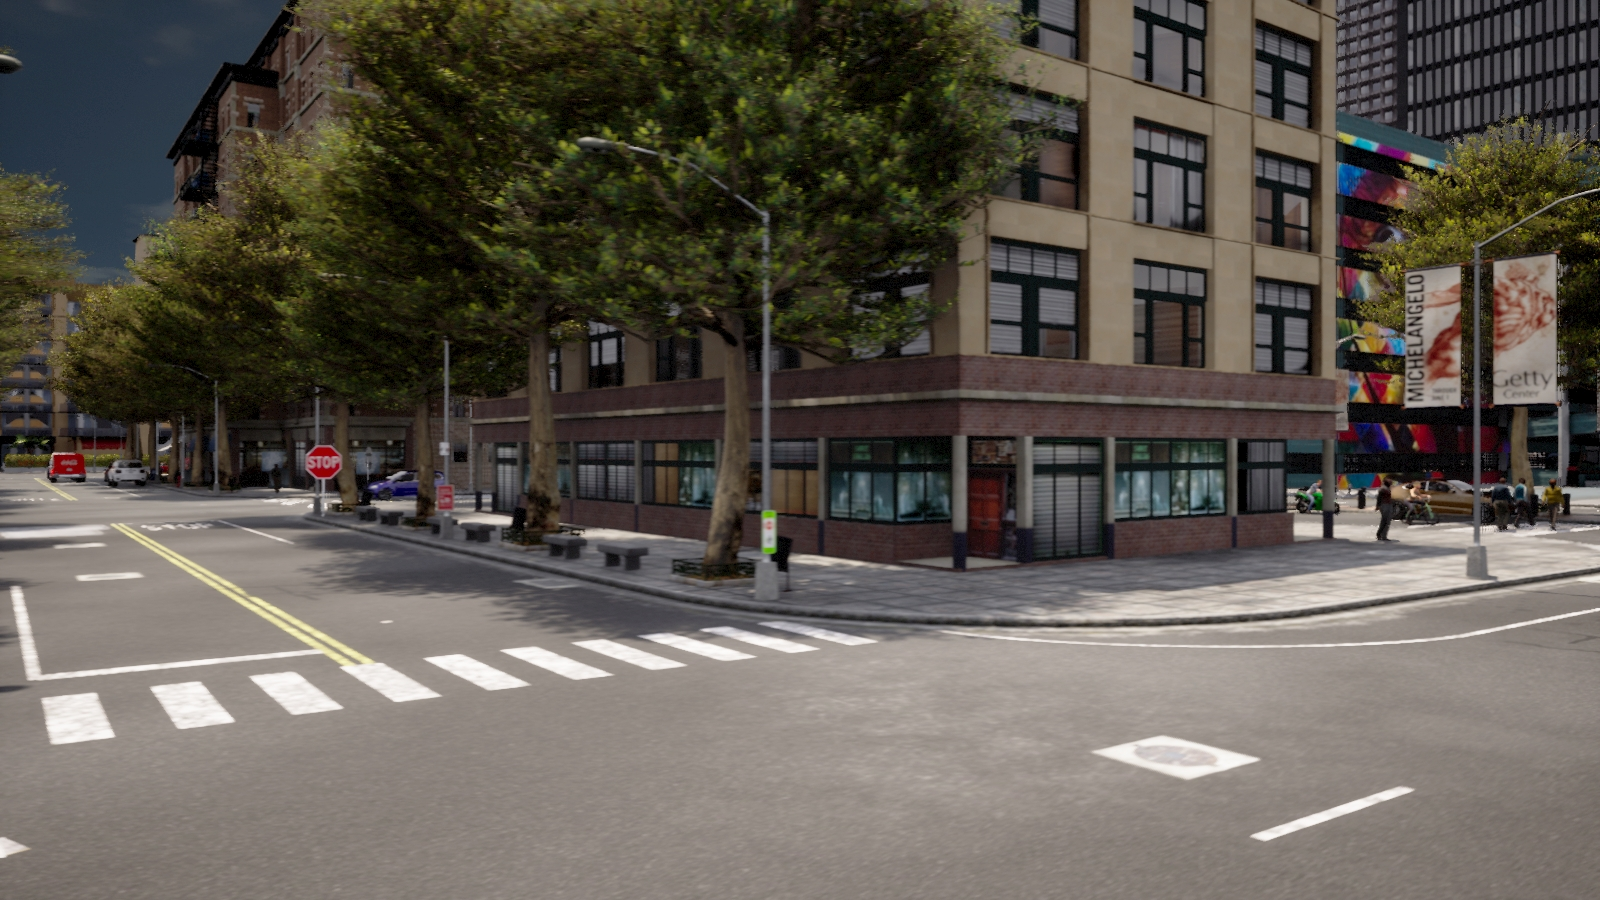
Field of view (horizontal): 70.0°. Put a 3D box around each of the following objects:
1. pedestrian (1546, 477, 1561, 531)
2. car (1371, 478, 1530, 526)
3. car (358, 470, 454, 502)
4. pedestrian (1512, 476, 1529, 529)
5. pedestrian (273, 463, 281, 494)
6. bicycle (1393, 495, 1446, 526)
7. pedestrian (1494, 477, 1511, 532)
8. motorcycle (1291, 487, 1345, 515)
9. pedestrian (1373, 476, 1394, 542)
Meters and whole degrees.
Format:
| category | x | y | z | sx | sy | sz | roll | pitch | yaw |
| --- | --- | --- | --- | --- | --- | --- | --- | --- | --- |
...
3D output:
| category | x | y | z | sx | sy | sz | roll | pitch | yaw |
| --- | --- | --- | --- | --- | --- | --- | --- | --- | --- |
| pedestrian | 25.939 | 1.848 | 39.328 | 0.375 | 1.860 | 0.375 | 0 | 0 | 41 |
| car | 25.683 | 1.992 | 45.267 | 2.152 | 1.651 | 5.027 | 0 | 0 | -36 |
| car | -22.048 | 1.967 | 64.022 | 4.611 | 1.667 | 2.242 | 0 | 0 | -36 |
| pedestrian | 25.504 | 1.848 | 40.435 | 0.375 | 1.860 | 0.375 | 0 | 0 | -21 |
| pedestrian | -31.056 | 1.695 | 67.827 | 0.375 | 1.860 | 0.375 | 0 | 0 | -36 |
| bicycle | 23.144 | 2.256 | 42.694 | 0.859 | 1.080 | 1.487 | 0 | 0 | -33 |
| pedestrian | 24.033 | 1.848 | 39.093 | 0.375 | 1.860 | 0.375 | 0 | 0 | -32 |
| motorcycle | 22.525 | 2.213 | 49.719 | 0.803 | 1.145 | 2.033 | 0 | 0 | -35 |
| pedestrian | 16.799 | 1.696 | 32.887 | 0.375 | 1.860 | 0.375 | 0 | 0 | -22 |
